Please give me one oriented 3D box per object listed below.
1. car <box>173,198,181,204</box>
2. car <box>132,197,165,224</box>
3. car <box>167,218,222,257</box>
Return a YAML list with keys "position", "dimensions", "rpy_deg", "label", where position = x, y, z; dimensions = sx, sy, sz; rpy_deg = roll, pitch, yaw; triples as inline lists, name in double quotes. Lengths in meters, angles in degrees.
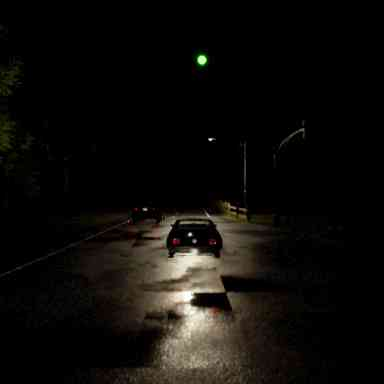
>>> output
- position: [-3.593, 2.036, 78.866]
  dimensions: [2.033, 1.411, 5.357]
  rpy_deg: [0, 0, 0]
  label: "car"
- position: [-3.435, 1.397, 27.002]
  dimensions: [2.150, 2.045, 5.566]
  rpy_deg: [0, 0, 0]
  label: "car"
- position: [0.081, 1.689, 13.303]
  dimensions: [1.895, 1.301, 4.718]
  rpy_deg: [0, 0, 0]
  label: "car"
